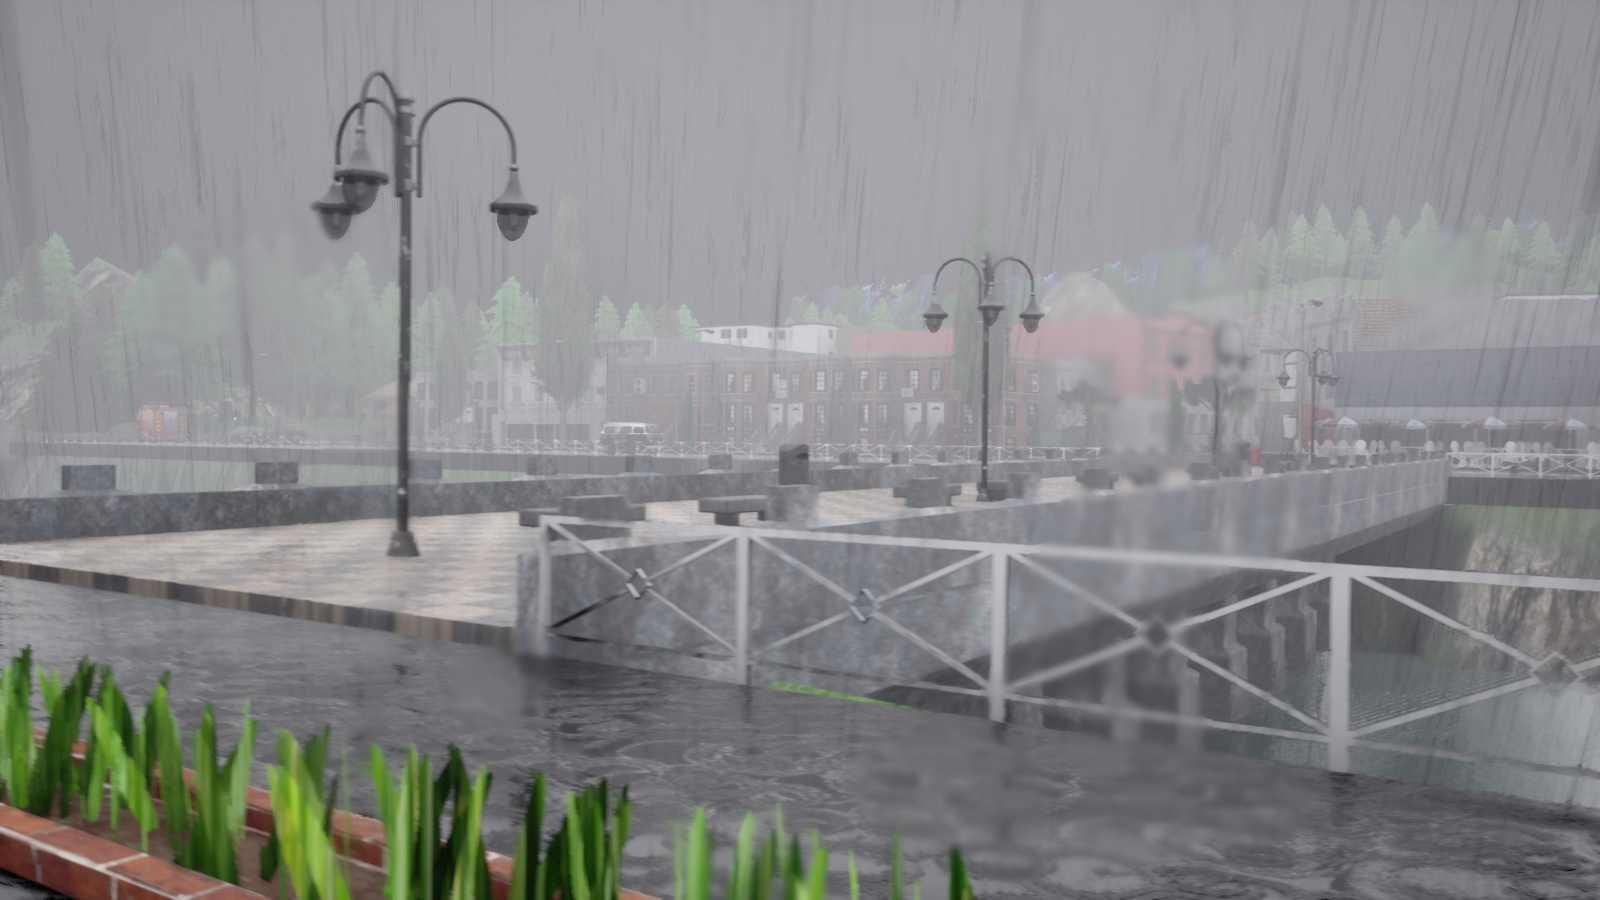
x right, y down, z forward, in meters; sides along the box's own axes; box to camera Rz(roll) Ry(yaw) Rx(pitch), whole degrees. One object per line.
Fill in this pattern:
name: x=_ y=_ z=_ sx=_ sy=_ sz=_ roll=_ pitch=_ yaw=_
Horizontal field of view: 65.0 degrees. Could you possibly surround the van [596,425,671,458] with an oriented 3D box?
van: x=-10.667 y=-0.548 z=80.532 sx=4.480 sy=2.038 sz=2.069 roll=0 pitch=1 yaw=34
